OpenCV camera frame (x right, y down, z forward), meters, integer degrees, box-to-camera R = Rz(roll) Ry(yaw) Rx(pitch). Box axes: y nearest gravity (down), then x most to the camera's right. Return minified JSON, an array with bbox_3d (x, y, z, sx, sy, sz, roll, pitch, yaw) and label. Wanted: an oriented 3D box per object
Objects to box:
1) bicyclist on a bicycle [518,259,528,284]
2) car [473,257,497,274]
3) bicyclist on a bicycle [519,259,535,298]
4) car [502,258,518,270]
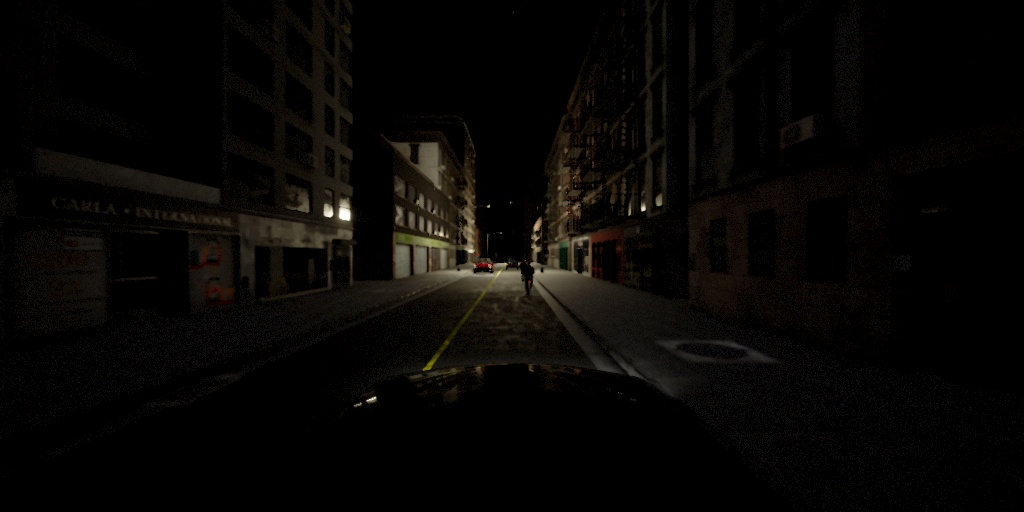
[{"bbox_3d":[0.822,1.100,26.314,0.659,1.776,1.843,0,0,0],"label":"bicyclist on a bicycle"},{"bbox_3d":[-3.091,1.072,39.646,2.097,1.767,4.553,0,0,0],"label":"car"},{"bbox_3d":[0.823,1.107,17.313,0.659,1.776,1.843,0,0,0],"label":"bicyclist on a bicycle"},{"bbox_3d":[0.033,1.257,52.811,2.033,1.411,5.357,0,0,0],"label":"car"}]
